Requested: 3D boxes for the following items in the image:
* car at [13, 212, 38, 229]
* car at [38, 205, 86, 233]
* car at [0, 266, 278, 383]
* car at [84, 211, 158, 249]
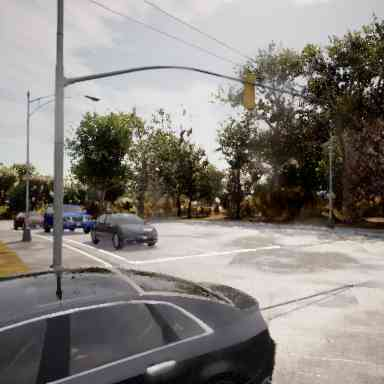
[{"bbox_3d":[-15.573,2.688,32.078,2.097,1.767,4.553,1,-4,-42],"label":"car"},{"bbox_3d":[-9.173,1.939,24.210,2.150,2.045,5.566,1,-4,-37],"label":"car"},{"bbox_3d":[-1.467,1.508,2.662,4.892,1.490,1.837,0,0,-33],"label":"car"},{"bbox_3d":[-3.412,1.786,16.129,1.837,1.490,4.892,1,-2,-36],"label":"car"}]
